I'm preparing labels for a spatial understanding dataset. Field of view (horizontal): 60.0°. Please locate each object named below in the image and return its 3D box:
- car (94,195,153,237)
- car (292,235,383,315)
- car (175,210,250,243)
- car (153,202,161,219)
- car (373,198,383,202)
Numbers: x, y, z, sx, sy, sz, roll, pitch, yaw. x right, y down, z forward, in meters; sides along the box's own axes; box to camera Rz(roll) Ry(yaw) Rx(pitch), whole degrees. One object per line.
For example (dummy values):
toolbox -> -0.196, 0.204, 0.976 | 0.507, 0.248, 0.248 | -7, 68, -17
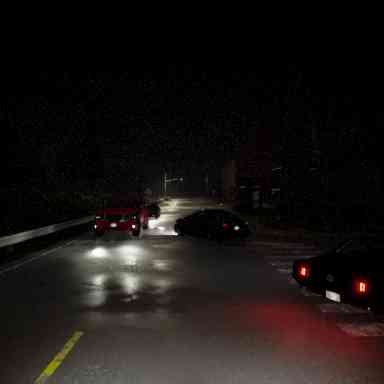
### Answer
car -> -3.734, 1.221, 18.520 | 2.150, 2.045, 5.566 | 0, 0, 0
car -> 4.505, 1.601, 7.103 | 4.718, 1.301, 1.895 | 0, 0, -29
car -> 0.871, 1.565, 16.369 | 1.994, 1.385, 4.181 | 0, 0, -34
car -> -3.780, 1.564, 28.481 | 1.994, 1.385, 4.181 | 0, 0, 0
car -> 27.130, 1.506, 46.961 | 1.816, 1.474, 4.193 | 0, 0, -1
